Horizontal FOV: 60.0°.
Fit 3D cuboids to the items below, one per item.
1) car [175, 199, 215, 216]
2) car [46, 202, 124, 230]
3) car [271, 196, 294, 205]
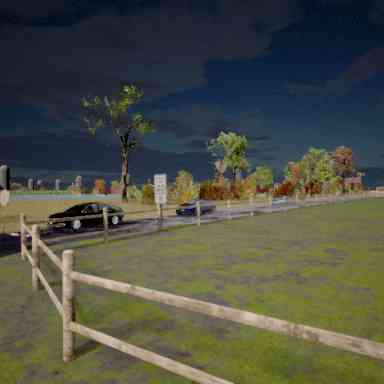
[{"bbox_3d":[0.350,1.337,29.581,1.994,1.385,4.181,-2,0,35],"label":"car"},{"bbox_3d":[-6.307,1.393,20.077,1.837,1.490,4.892,-2,0,34],"label":"car"},{"bbox_3d":[12.698,1.168,46.983,1.895,1.301,4.718,-2,0,36],"label":"car"}]
